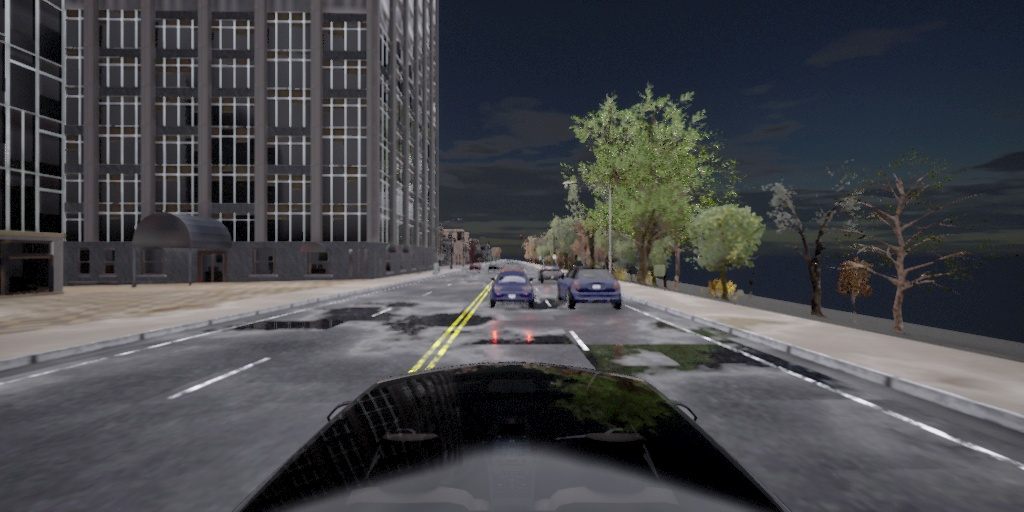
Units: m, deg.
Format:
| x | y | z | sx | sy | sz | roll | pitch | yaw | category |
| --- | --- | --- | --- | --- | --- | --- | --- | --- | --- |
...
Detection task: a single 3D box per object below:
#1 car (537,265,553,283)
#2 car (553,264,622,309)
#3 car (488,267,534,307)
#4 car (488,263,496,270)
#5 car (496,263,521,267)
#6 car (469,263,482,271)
| x | y | z | sx | sy | sz | roll | pitch | yaw | category |
| --- | --- | --- | --- | --- | --- | --- | --- | --- | --- |
| 3.264 | 1.517 | 31.141 | 2.128 | 1.511 | 4.902 | 0 | 0 | 0 | car |
| 3.258 | 1.232 | 15.910 | 2.097 | 1.767 | 4.553 | 0 | -1 | 0 | car |
| 0.010 | 1.411 | 16.217 | 1.812 | 1.442 | 4.674 | 0 | 0 | 0 | car |
| -3.234 | 1.927 | 63.442 | 1.895 | 1.301 | 4.718 | 0 | -1 | 0 | car |
| 0.012 | 1.372 | 30.915 | 2.097 | 1.767 | 4.553 | 0 | -1 | 0 | car |
| -6.484 | 1.929 | 63.442 | 1.895 | 1.301 | 4.718 | 0 | -1 | 0 | car |
